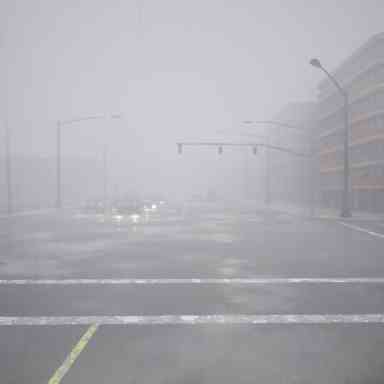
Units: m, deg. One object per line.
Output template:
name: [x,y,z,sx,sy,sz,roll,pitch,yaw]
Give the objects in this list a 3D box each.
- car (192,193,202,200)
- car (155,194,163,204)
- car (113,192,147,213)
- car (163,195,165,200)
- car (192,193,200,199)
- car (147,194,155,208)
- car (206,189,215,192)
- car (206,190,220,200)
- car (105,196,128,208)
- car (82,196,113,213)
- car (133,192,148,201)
car: [0.957,0.830,66.046,1.882,1.535,5.008,0,1,0]
car: [-6.276,1.080,52.627,2.128,1.511,4.902,0,1,0]
car: [-6.335,1.226,34.463,2.097,1.767,4.553,0,1,0]
car: [-6.208,1.012,62.756,1.895,1.301,4.718,0,1,1]
car: [0.886,0.792,76.127,1.895,1.301,4.718,0,1,0]
car: [-6.309,1.277,43.346,1.812,1.442,4.674,0,1,0]
car: [4.387,0.425,75.867,2.150,2.045,5.566,0,1,0]
car: [4.457,0.919,65.884,1.994,1.385,4.181,0,1,0]
car: [-9.808,1.314,43.449,1.994,1.385,4.181,0,1,0]
car: [-9.833,1.225,34.806,2.097,1.767,4.553,0,1,0]
car: [-9.702,0.896,63.144,2.128,1.511,4.902,0,1,1]
